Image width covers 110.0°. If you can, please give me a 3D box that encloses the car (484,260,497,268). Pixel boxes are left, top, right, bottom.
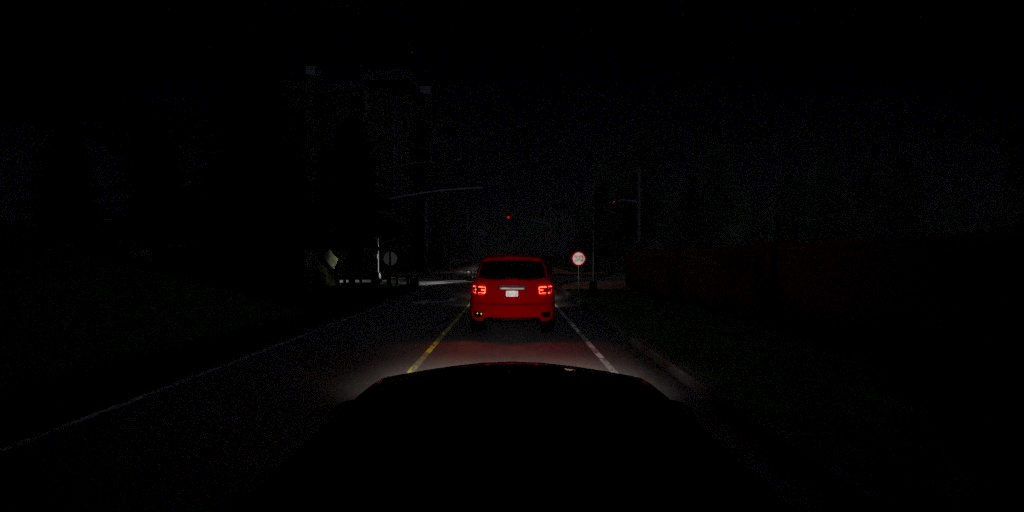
[{"bbox_3d":[-3.528,1.314,60.002,1.994,1.385,4.181,0,0,0],"label":"car"}]

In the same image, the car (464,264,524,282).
[{"bbox_3d":[-1.409,1.345,29.728,4.718,1.301,1.895,0,0,-38],"label":"car"}]

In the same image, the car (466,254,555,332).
[{"bbox_3d":[0.050,0.971,11.027,2.150,2.045,5.566,0,0,1],"label":"car"}]

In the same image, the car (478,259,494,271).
[{"bbox_3d":[-3.550,1.227,50.077,1.882,1.535,5.008,0,0,0],"label":"car"}]
